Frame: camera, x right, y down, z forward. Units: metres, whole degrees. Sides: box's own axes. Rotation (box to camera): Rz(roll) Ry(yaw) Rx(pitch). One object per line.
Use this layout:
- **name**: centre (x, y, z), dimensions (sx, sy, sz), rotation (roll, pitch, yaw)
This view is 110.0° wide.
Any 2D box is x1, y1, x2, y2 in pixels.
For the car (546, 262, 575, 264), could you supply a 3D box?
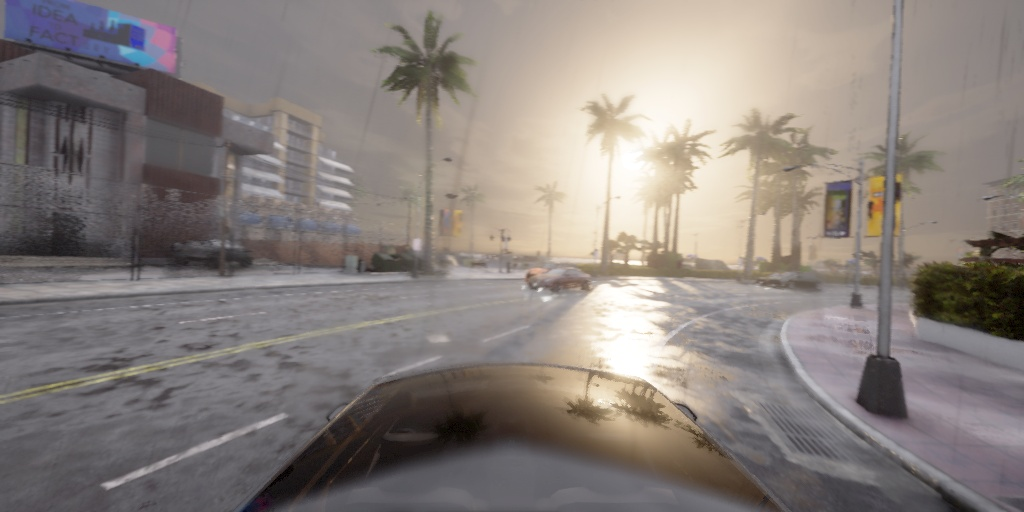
- **car**: centre (3.100, 1.221, 26.365), dimensions (4.553, 1.767, 2.097), rotation (2, 0, -39)

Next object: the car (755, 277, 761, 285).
- **car**: centre (28.497, 2.521, 37.669), dimensions (5.357, 1.411, 2.033), rotation (3, 0, -10)

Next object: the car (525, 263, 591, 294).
- **car**: centre (2.985, 1.393, 21.618), dimensions (4.674, 1.442, 1.812), rotation (2, 0, -44)

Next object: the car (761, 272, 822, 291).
- **car**: centre (26.494, 2.240, 33.680), dimensions (4.553, 1.767, 2.097), rotation (2, 0, -11)
